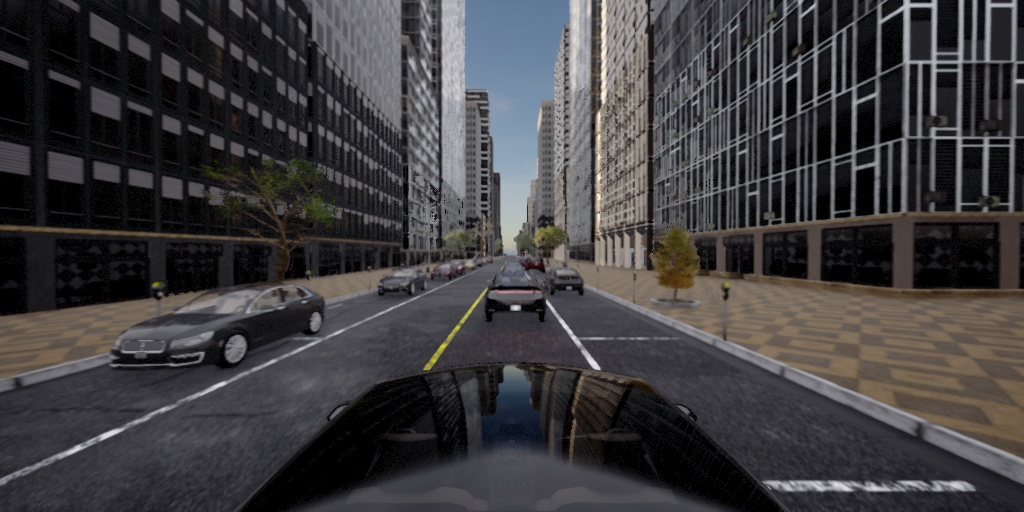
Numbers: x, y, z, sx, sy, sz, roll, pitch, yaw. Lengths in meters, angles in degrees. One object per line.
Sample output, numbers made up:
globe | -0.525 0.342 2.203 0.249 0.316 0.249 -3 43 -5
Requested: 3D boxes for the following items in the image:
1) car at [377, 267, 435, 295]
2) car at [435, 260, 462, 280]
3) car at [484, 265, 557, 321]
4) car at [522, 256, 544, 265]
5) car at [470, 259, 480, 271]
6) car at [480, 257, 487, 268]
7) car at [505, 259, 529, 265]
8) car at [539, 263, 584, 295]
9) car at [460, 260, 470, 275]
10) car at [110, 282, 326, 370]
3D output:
car | -5.687 1.259 19.051 2.007 1.370 4.403 0 0 0
car | -5.685 1.263 30.418 1.802 1.307 4.207 0 0 0
car | 0.103 1.216 12.322 2.128 1.511 4.902 0 0 0
car | 2.698 0.967 41.784 2.192 1.841 5.009 0 0 0
car | -5.681 1.164 47.299 1.751 1.417 4.829 0 0 0
car | -5.680 1.176 58.837 1.948 1.339 4.313 0 0 0
car | 0.109 1.228 30.512 2.033 1.411 5.357 0 0 0
car | 2.693 1.259 19.049 2.007 1.370 4.403 0 0 0
car | -5.684 1.107 36.102 1.967 1.591 4.097 0 0 0
car | -5.690 1.287 7.684 2.007 1.370 4.403 0 0 0
